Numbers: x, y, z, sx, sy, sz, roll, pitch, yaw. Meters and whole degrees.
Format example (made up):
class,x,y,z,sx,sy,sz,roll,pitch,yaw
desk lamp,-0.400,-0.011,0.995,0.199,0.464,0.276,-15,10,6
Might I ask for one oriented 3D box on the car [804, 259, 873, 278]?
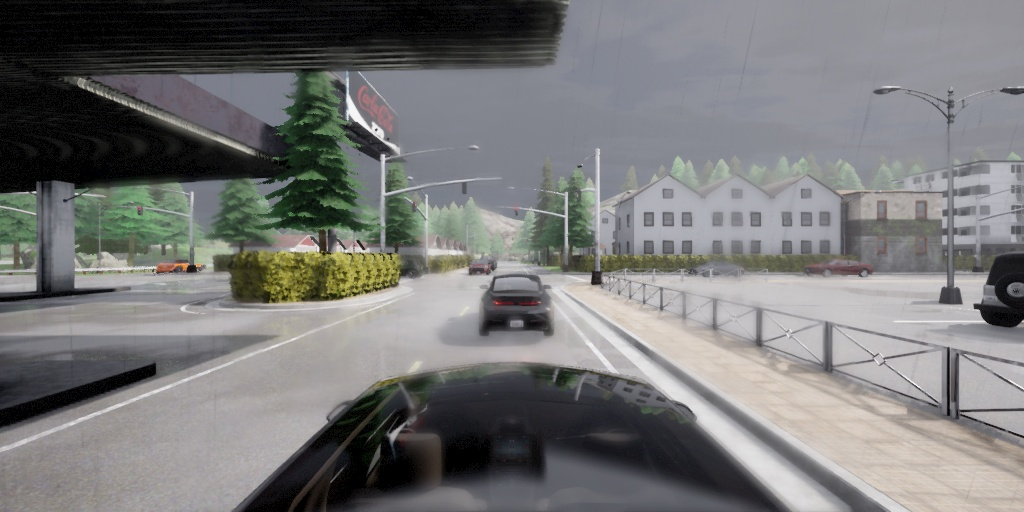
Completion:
class,x,y,z,sx,sy,sz,roll,pitch,yaw
car,27.958,1.036,30.828,5.008,1.535,1.882,0,0,0

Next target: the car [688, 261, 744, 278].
class,x,y,z,sx,sy,sz,roll,pitch,yaw
car,17.494,1.122,30.818,4.181,1.385,1.994,0,0,0

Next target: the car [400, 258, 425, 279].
class,x,y,z,sx,sy,sz,roll,pitch,yaw
car,-9.856,0.972,30.792,4.553,1.767,2.097,3,0,0

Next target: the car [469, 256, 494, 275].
class,x,y,z,sx,sy,sz,roll,pitch,yaw
car,-3.417,1.101,38.635,2.097,1.767,4.553,0,0,0

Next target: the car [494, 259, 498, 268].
class,x,y,z,sx,sy,sz,roll,pitch,yaw
car,-3.394,0.971,48.874,2.150,2.045,5.566,0,0,0

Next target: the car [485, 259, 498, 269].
class,x,y,z,sx,sy,sz,roll,pitch,yaw
car,-3.371,1.254,59.103,1.837,1.490,4.892,0,0,0

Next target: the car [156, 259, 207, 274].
class,x,y,z,sx,sy,sz,roll,pitch,yaw
car,-37.131,1.104,40.474,2.097,1.767,4.553,0,0,0

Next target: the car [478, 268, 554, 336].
class,x,y,z,sx,sy,sz,roll,pitch,yaw
car,0.116,1.255,10.348,1.837,1.490,4.892,0,0,0
